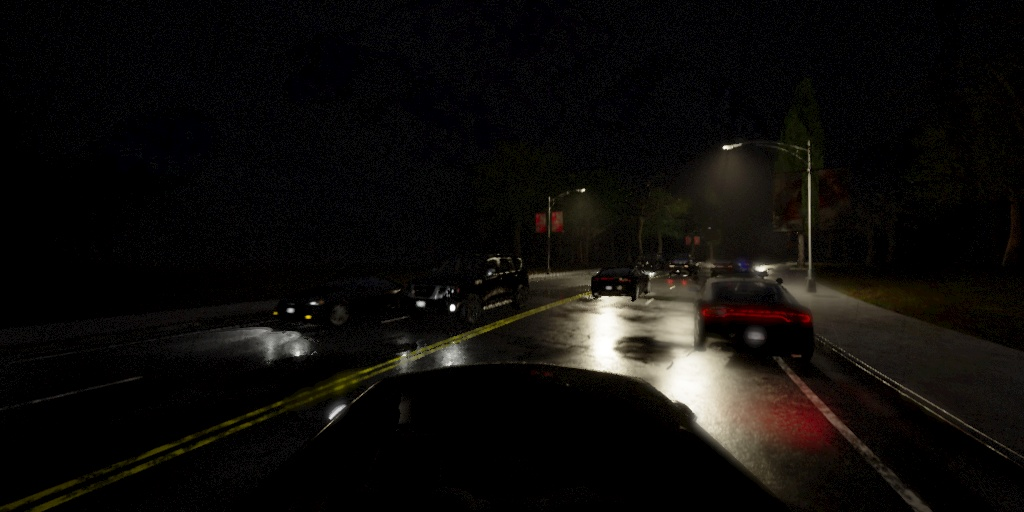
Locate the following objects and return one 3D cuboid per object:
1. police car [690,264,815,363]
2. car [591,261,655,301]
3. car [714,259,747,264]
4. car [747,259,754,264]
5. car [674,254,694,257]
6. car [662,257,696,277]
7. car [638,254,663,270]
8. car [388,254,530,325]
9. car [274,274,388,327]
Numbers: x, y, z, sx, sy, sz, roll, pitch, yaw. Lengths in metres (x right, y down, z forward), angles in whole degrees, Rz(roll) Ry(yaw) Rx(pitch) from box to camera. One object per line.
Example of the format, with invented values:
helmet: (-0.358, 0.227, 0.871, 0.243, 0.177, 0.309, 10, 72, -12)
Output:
police car: (5.335, 1.152, 8.454, 1.930, 1.638, 5.238, 0, 0, 27)
car: (5.294, 1.177, 17.141, 1.882, 1.535, 5.008, 0, 0, 30)
car: (18.520, 1.056, 30.936, 2.128, 1.511, 4.902, -1, 0, 39)
car: (26.197, 1.022, 40.581, 1.812, 1.442, 4.674, -1, 0, 41)
car: (21.469, 0.765, 45.139, 2.150, 2.045, 5.566, -1, 0, 40)
car: (15.514, 1.082, 32.235, 2.128, 1.511, 4.902, -1, 0, 38)
car: (17.638, 0.800, 45.600, 2.150, 2.045, 5.566, -1, 0, 39)
car: (-1.268, 0.953, 12.331, 2.150, 2.045, 5.566, 0, 0, 27)
car: (-5.194, 1.302, 11.613, 1.994, 1.385, 4.181, 0, 0, 26)
